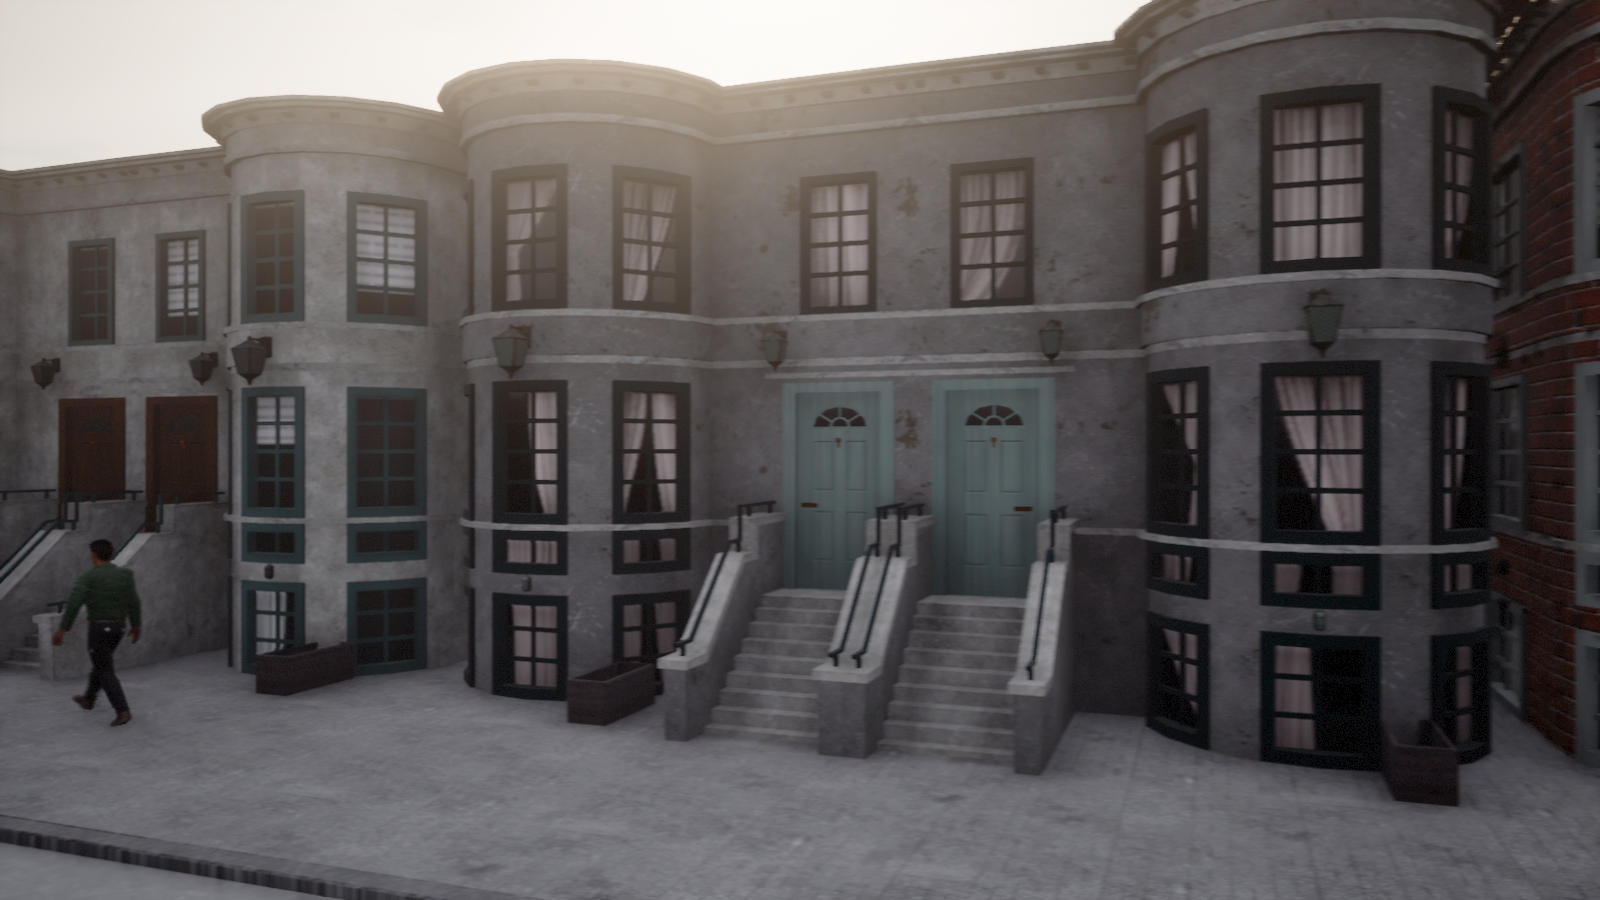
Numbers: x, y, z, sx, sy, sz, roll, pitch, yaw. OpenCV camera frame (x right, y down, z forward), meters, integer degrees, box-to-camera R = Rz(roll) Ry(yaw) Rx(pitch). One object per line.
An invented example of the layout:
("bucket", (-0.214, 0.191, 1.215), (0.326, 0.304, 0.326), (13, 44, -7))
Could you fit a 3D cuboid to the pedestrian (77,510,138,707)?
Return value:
("pedestrian", (-6.777, 1.526, 11.180), (0.375, 1.860, 0.375), (0, 0, 31))
